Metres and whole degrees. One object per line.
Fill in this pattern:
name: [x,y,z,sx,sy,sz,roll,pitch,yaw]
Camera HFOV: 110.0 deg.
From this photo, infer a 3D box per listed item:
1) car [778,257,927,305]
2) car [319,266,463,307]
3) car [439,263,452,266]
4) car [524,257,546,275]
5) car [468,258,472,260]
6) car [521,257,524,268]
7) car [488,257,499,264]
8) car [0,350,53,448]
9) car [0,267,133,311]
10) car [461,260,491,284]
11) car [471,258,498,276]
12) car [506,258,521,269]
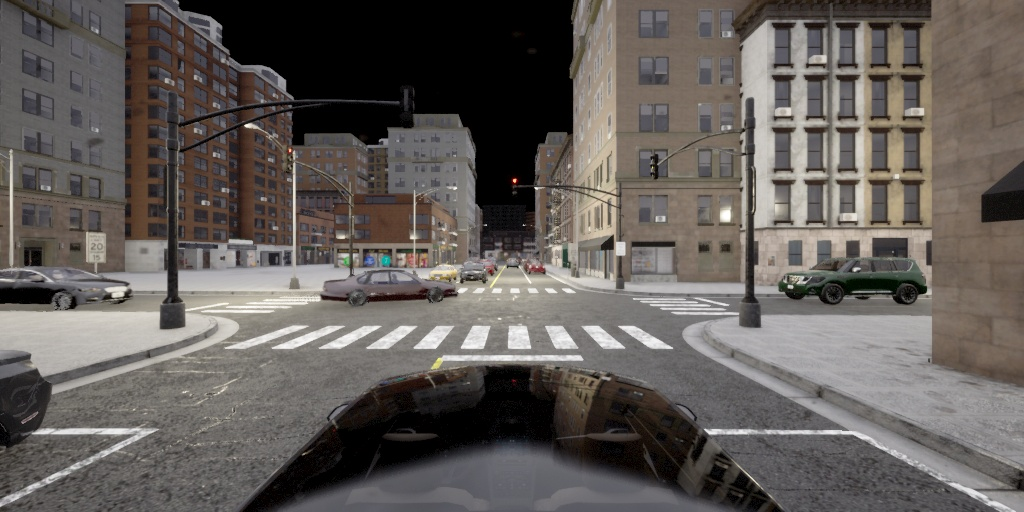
car: [15.349,1.056,16.293,5.566,2.045,2.150,0,0,-2]
car: [-5.044,1.281,15.057,5.357,1.411,2.033,0,0,-23]
car: [-5.379,1.276,28.317,1.751,1.417,4.829,0,0,0]
car: [2.651,1.191,39.808,1.967,1.591,4.097,0,0,0]
car: [-5.372,1.302,45.473,2.007,1.370,4.403,0,0,0]
car: [2.653,1.066,45.470,2.192,1.841,5.009,0,0,0]
car: [-2.820,1.257,47.952,1.837,1.490,4.892,0,0,0]
car: [-5.388,1.300,1.642,2.007,1.370,4.403,0,0,0]
car: [-17.066,1.162,13.300,4.902,1.511,2.128,0,0,0]
car: [-2.819,1.255,27.219,1.837,1.490,4.892,0,0,-1]
car: [-2.839,1.229,37.536,1.882,1.535,5.008,0,0,0]
car: [0.114,1.317,58.538,1.994,1.385,4.181,0,0,1]
